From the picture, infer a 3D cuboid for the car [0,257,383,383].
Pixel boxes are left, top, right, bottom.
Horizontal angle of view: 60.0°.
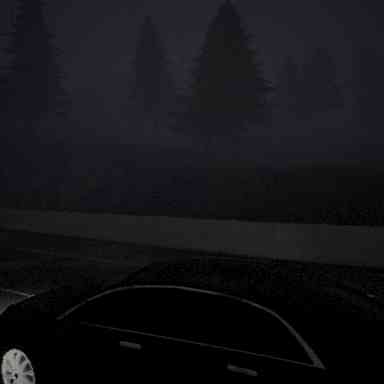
[{"bbox_3d":[-0.082,1.503,3.561,4.892,1.490,1.837,0,0,27],"label":"car"}]
